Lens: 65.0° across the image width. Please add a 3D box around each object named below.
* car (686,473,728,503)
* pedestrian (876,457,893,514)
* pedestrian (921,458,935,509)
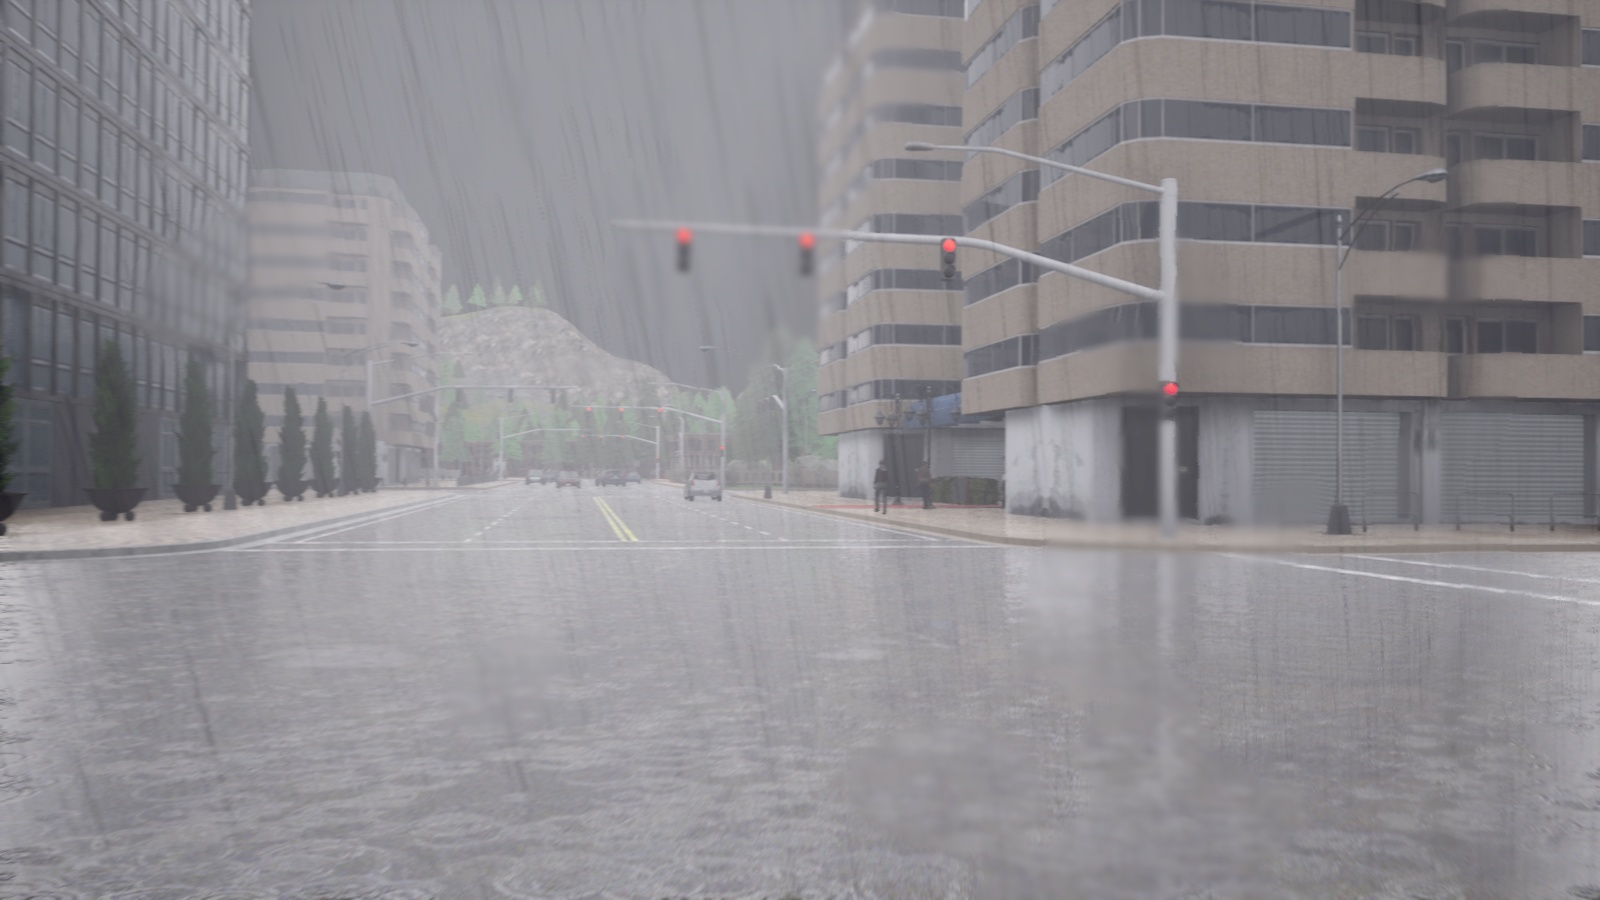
[{"bbox_3d":[-4.828,1.930,64.869,1.845,1.501,3.633,0,-1,-10],"label":"car"},{"bbox_3d":[2.780,1.159,41.361,0.376,1.854,0.720,0,-1,-14],"label":"pedestrian"},{"bbox_3d":[4.741,1.239,46.461,0.331,1.846,0.634,0,-1,-12],"label":"pedestrian"}]
